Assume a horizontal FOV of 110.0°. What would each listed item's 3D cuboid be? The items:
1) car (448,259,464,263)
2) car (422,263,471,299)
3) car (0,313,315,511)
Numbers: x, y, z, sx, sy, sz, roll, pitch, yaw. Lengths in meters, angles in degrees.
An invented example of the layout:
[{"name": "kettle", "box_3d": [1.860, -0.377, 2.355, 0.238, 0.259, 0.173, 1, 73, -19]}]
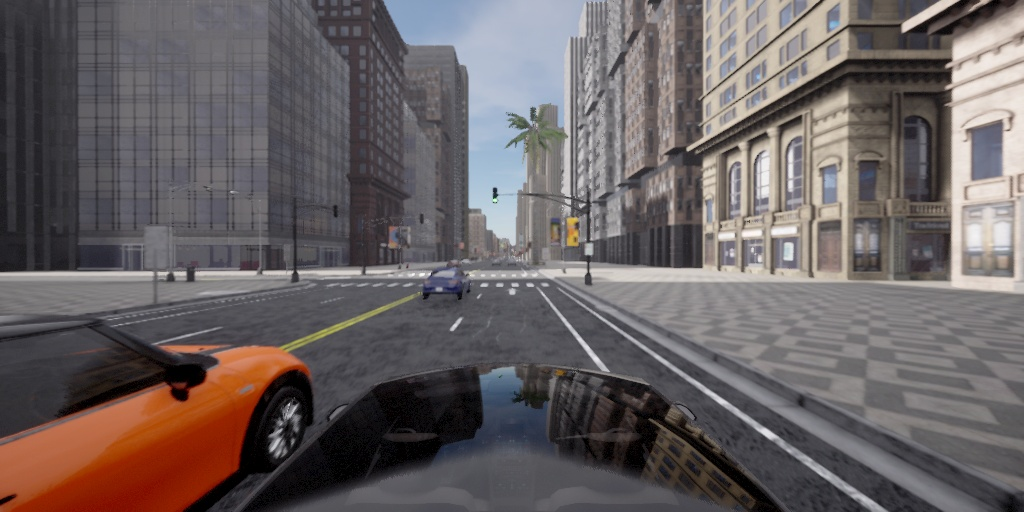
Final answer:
[{"name": "car", "box_3d": [-9.784, 1.313, 60.759, 1.812, 1.442, 4.674, 0, 0, 1]}, {"name": "car", "box_3d": [-3.152, 1.278, 17.847, 1.812, 1.442, 4.674, 0, 0, 0]}, {"name": "car", "box_3d": [-3.148, 1.103, 1.966, 2.097, 1.767, 4.553, 0, 0, 0]}]
